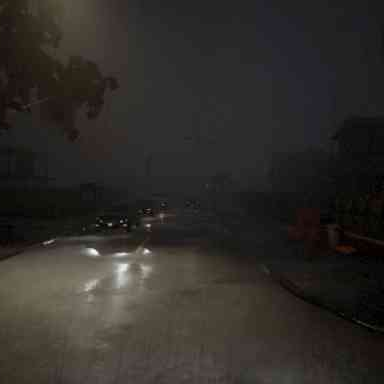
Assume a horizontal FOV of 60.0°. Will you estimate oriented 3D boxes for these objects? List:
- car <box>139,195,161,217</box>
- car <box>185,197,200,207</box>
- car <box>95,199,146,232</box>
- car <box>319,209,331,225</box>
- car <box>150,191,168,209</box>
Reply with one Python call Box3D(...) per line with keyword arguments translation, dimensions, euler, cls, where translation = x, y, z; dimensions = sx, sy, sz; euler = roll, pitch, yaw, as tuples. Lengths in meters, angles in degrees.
Box3D(translation=(-4.083, 1.296, 28.877), dimensions=(1.837, 1.490, 4.892), euler=(0, 0, 0), cls="car")
Box3D(translation=(0.042, 1.289, 43.137), dimensions=(1.895, 1.301, 4.718), euler=(0, 0, 1), cls="car")
Box3D(translation=(-4.090, 1.366, 19.057), dimensions=(1.837, 1.490, 4.892), euler=(0, 0, 0), cls="car")
Box3D(translation=(8.885, 1.227, 17.808), dimensions=(5.357, 1.415, 2.033), euler=(0, 0, 3), cls="car")
Box3D(translation=(-4.061, 0.937, 39.335), dimensions=(2.150, 2.045, 5.566), euler=(0, 0, 0), cls="car")
